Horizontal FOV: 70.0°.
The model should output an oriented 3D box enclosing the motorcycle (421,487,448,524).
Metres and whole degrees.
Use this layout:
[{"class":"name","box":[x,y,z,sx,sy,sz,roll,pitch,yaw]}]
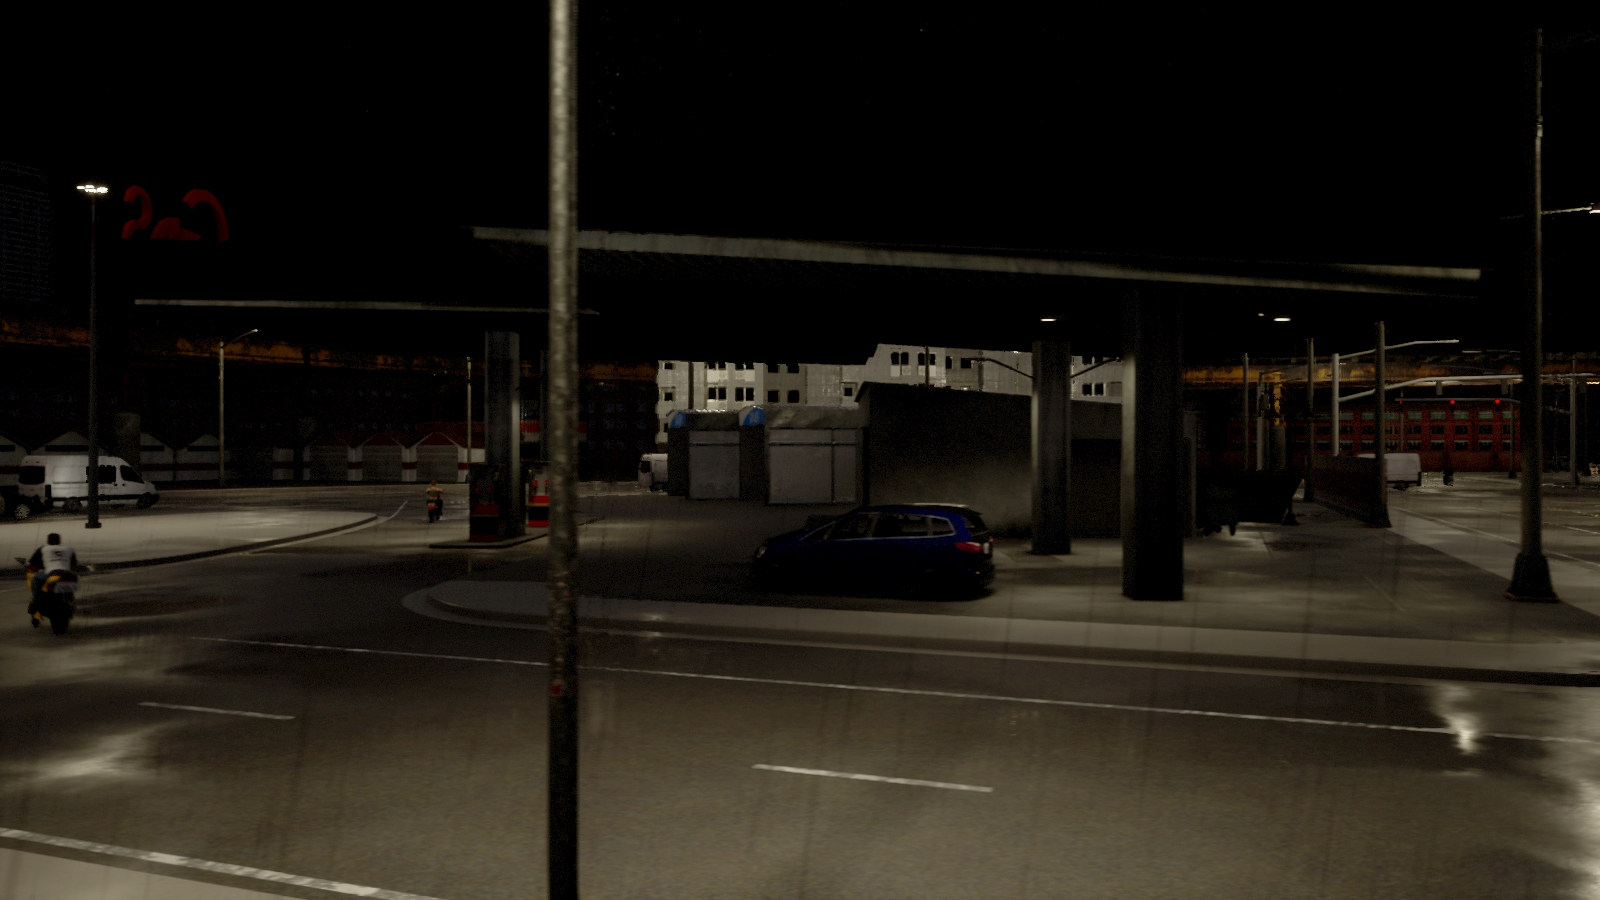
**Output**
[{"class":"motorcycle","box":[-14.316,2.140,44.791,0.764,1.332,2.356,0,0,-11]}]
